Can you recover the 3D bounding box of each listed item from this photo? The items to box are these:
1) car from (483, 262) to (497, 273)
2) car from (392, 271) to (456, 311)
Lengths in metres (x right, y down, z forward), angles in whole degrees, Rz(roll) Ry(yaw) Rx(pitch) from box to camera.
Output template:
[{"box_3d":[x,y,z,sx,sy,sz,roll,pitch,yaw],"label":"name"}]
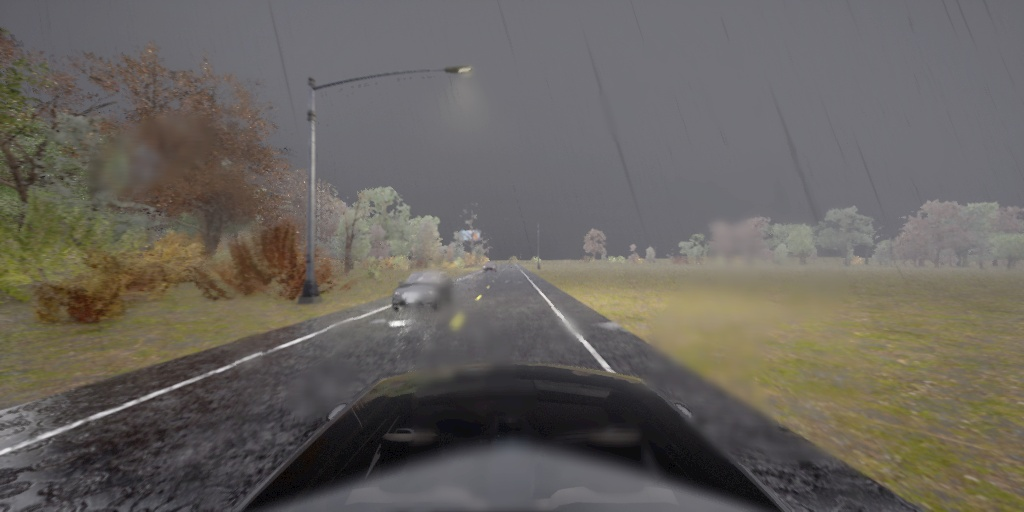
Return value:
[{"box_3d":[-3.552,1.738,58.050,2.097,1.767,4.553,0,-1,1],"label":"car"},{"box_3d":[-3.601,1.395,15.333,2.128,1.511,4.902,0,-1,0],"label":"car"}]
